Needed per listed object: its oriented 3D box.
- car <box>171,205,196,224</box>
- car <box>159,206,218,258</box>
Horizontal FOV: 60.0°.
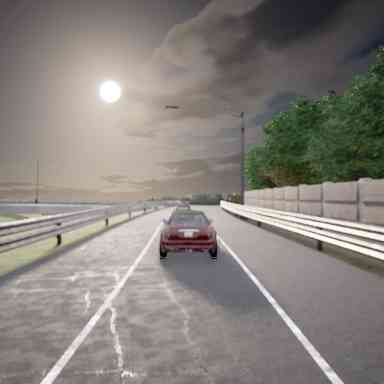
[{"bbox_3d":[-0.705,1.893,28.661,1.994,1.385,4.181,0,-1,-1],"label":"car"},{"bbox_3d":[-0.166,1.510,13.635,2.097,1.767,4.553,0,-1,-1],"label":"car"}]
